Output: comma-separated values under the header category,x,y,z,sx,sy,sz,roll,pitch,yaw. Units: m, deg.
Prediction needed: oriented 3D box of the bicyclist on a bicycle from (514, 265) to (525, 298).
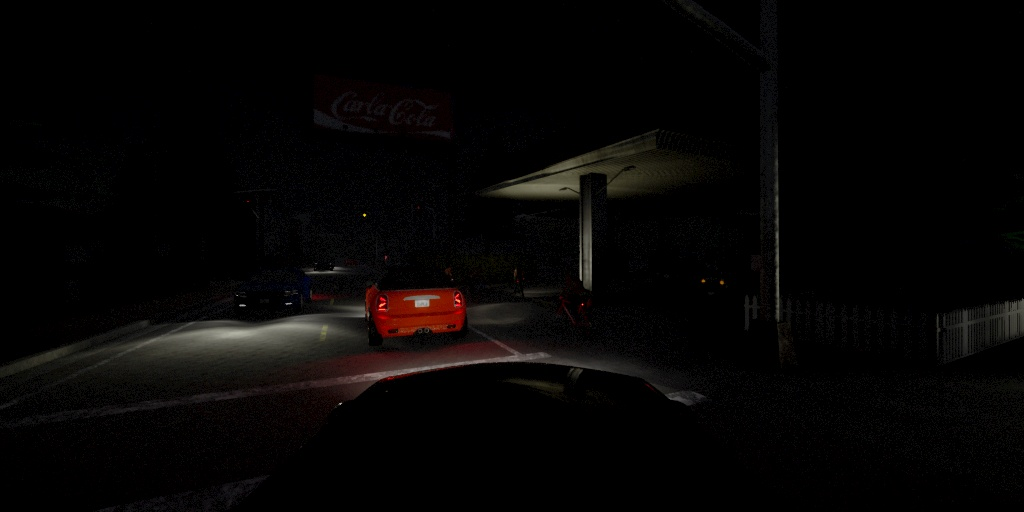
category,x,y,z,sx,sy,sz,roll,pitch,yaw
bicyclist on a bicycle,0.364,1.283,18.051,0.582,1.620,1.656,0,0,15

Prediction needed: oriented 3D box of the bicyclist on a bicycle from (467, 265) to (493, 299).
category,x,y,z,sx,sy,sz,roll,pitch,yaw
bicyclist on a bicycle,-1.741,1.282,17.884,1.656,1.620,0.582,1,0,-23

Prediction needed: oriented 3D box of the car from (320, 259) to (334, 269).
category,x,y,z,sx,sy,sz,roll,pitch,yaw
car,-28.589,1.200,55.559,1.837,1.490,4.892,0,0,-25

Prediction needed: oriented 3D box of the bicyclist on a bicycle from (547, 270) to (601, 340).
category,x,y,z,sx,sy,sz,roll,pitch,yaw
bicyclist on a bicycle,1.504,1.185,8.866,0.582,1.620,1.656,3,-2,-44

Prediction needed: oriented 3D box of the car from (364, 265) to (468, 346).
category,x,y,z,sx,sy,sz,roll,pitch,yaw
car,-2.722,1.013,9.456,2.097,1.767,4.553,0,0,-23

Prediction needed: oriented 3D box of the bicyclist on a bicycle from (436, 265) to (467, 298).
category,x,y,z,sx,sy,sz,roll,pitch,yaw
bicyclist on a bicycle,-3.014,1.252,16.470,1.656,1.620,0.582,1,0,36

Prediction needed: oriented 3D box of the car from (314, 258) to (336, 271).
category,x,y,z,sx,sy,sz,roll,pitch,yaw
car,-24.451,1.043,46.596,2.097,1.767,4.553,0,0,-25

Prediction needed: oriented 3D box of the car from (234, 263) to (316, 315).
category,x,y,z,sx,sy,sz,roll,pitch,yaw
car,-8.797,1.171,13.542,1.882,1.535,5.008,1,-1,-24
